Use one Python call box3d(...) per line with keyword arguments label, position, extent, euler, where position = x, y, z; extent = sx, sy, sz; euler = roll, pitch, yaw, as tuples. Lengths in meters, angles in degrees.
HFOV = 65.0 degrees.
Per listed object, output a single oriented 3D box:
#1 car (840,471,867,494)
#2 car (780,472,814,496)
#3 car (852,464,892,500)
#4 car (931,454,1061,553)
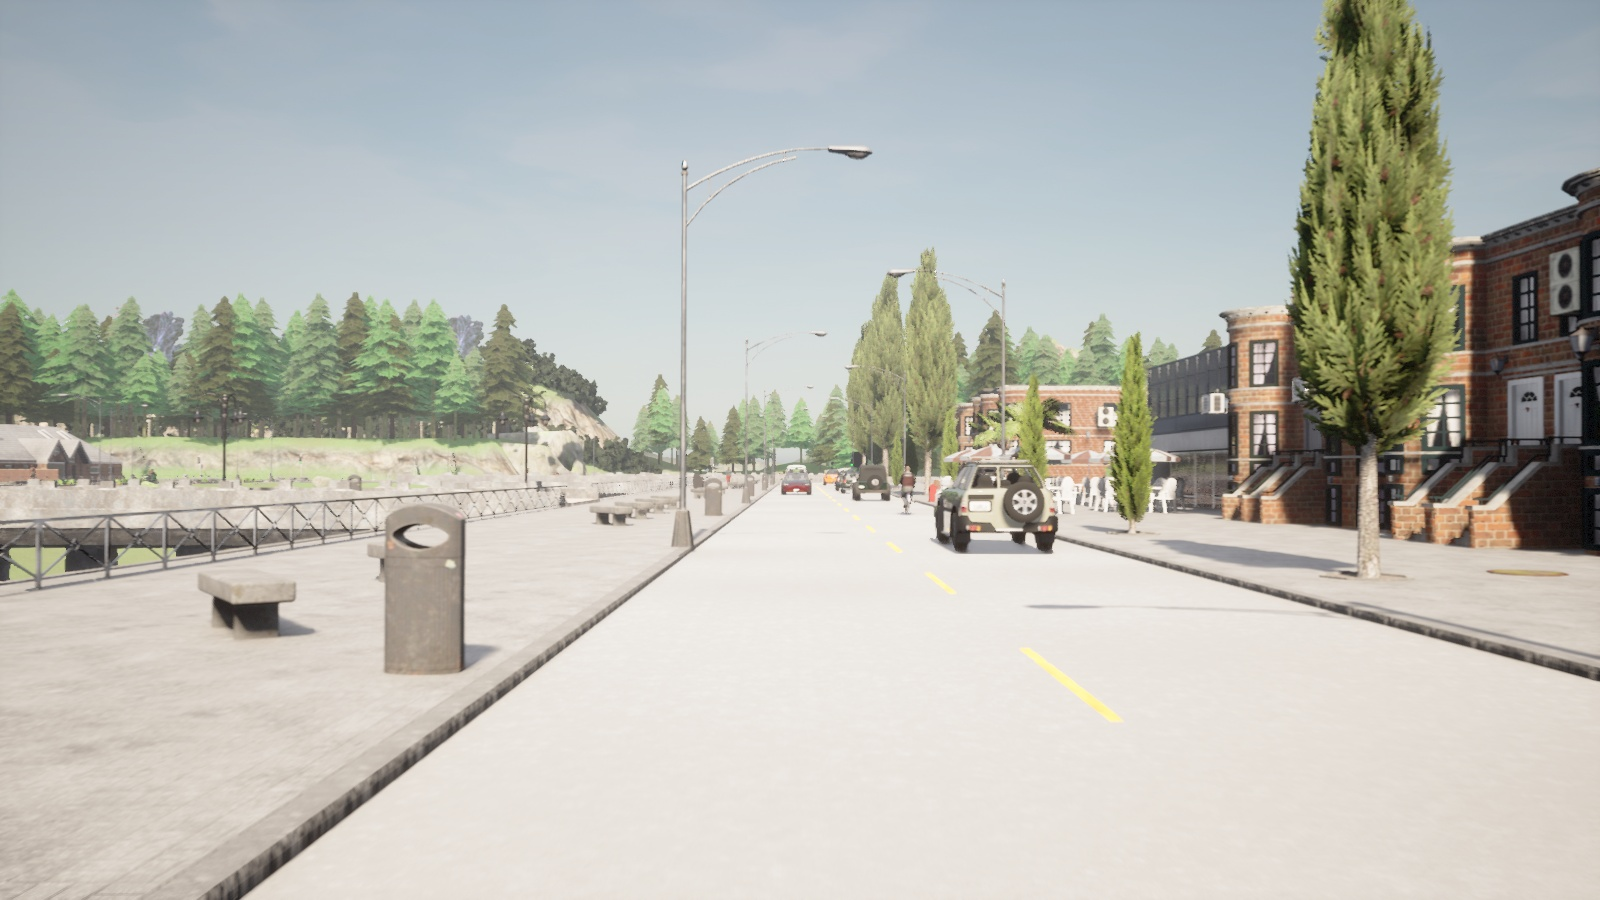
box3d(label="car", position=(3.770, 2.267, 88.929), extent=(1.789, 1.549, 3.705), euler=(0, -1, 0))
box3d(label="car", position=(-0.213, 2.197, 82.550), extent=(2.163, 1.488, 4.792), euler=(0, -1, 0))
box3d(label="car", position=(3.825, 1.725, 67.500), extent=(1.905, 1.878, 3.866), euler=(0, -1, 0))
box3d(label="car", position=(3.932, 1.050, 25.925), extent=(1.932, 1.855, 4.605), euler=(0, -1, 0))
